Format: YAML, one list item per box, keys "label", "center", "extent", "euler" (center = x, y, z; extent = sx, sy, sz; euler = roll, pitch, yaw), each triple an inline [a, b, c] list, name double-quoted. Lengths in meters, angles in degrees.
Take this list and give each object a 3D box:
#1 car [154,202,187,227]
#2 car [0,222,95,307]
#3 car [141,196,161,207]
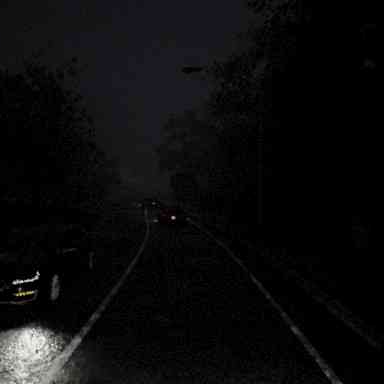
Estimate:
- label: "car"
  center: [-1.526, 1.707, 24.564]
  extent: [1.994, 1.385, 4.181]
  euler: [-1, 0, -7]
- label: "car"
  center: [-3.787, 1.582, 8.316]
  extent: [1.837, 1.490, 4.892]
  euler: [0, -1, -2]
- label: "car"
  center: [-5.050, 1.214, 40.959]
  extent: [1.994, 1.385, 4.181]
  euler: [-1, 3, -16]
